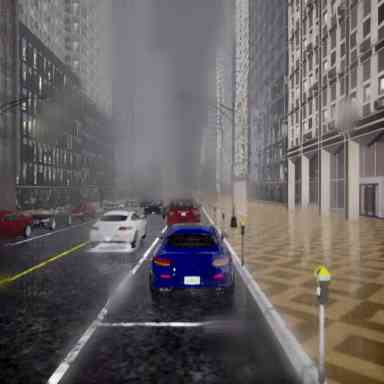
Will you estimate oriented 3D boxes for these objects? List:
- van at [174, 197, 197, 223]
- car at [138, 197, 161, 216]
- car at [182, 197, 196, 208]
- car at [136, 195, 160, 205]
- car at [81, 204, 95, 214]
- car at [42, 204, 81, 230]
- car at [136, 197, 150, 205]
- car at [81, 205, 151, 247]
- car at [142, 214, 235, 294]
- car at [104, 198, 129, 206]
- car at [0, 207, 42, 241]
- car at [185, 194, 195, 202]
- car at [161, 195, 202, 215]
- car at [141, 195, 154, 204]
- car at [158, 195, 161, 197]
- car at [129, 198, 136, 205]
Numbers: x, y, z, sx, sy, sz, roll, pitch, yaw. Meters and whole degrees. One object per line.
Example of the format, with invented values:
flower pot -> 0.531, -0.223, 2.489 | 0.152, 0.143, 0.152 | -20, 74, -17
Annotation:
van -> -0.465, 1.336, 26.356 | 1.690, 1.788, 3.998 | -1, 0, 0
car -> -3.141, 1.487, 29.682 | 2.128, 1.511, 4.902 | 0, 0, 0
car -> -0.463, 1.541, 49.090 | 2.008, 1.369, 4.403 | -1, 0, 0
car -> -6.151, 1.556, 46.851 | 1.994, 1.385, 4.181 | 0, 0, 0
car -> -8.843, 1.577, 26.356 | 1.802, 1.307, 4.206 | -1, 0, 0
car -> -8.844, 1.547, 20.672 | 2.008, 1.369, 4.403 | -1, 0, 0
car -> -8.843, 1.569, 60.458 | 1.802, 1.307, 4.206 | -1, 0, 0
car -> -3.140, 1.523, 14.781 | 1.812, 1.442, 4.674 | 0, 0, 0
car -> 0.003, 1.524, 8.651 | 1.812, 1.442, 4.674 | 0, 0, 0
car -> -8.844, 1.544, 37.723 | 2.008, 1.369, 4.403 | -1, 0, 0
car -> -8.843, 1.542, 14.989 | 1.887, 1.381, 4.507 | -1, 0, 0
car -> -0.465, 1.298, 77.509 | 2.192, 1.841, 5.009 | -1, 0, 0
car -> -0.465, 1.311, 20.672 | 2.192, 1.841, 5.009 | -1, 0, 0
car -> -8.845, 1.426, 66.141 | 1.967, 1.590, 4.097 | -1, 0, 0
car -> -8.843, 1.508, 77.339 | 1.752, 1.417, 4.829 | -1, 0, 0
car -> -8.843, 1.541, 49.090 | 2.008, 1.369, 4.403 | -1, 0, 0
